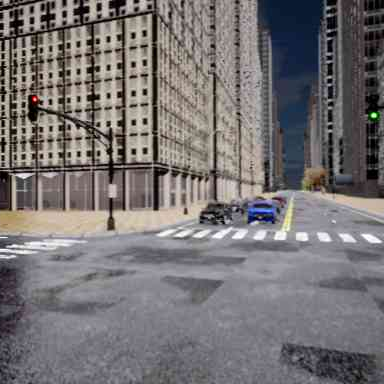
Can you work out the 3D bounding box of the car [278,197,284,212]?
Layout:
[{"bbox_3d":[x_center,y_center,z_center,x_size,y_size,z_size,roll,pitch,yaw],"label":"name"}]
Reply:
[{"bbox_3d":[7.970,1.484,33.471,1.895,1.301,4.718,-1,0,17],"label":"car"}]

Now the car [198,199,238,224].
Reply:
[{"bbox_3d":[1.868,1.481,24.672,1.837,1.490,4.892,-1,0,17],"label":"car"}]

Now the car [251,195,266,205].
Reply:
[{"bbox_3d":[10.697,1.319,53.335,1.812,1.442,4.674,-1,0,18],"label":"car"}]

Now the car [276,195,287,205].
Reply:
[{"bbox_3d":[11.009,1.347,43.359,1.812,1.442,4.674,-1,0,17],"label":"car"}]

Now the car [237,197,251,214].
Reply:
[{"bbox_3d":[4.552,1.414,33.418,2.128,1.511,4.902,-1,0,17],"label":"car"}]

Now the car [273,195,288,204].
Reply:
[{"bbox_3d":[15.039,1.226,56.260,2.128,1.511,4.902,-1,0,17],"label":"car"}]

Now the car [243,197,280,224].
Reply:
[{"bbox_3d":[5.220,1.416,24.544,1.882,1.535,5.008,-1,0,16],"label":"car"}]
